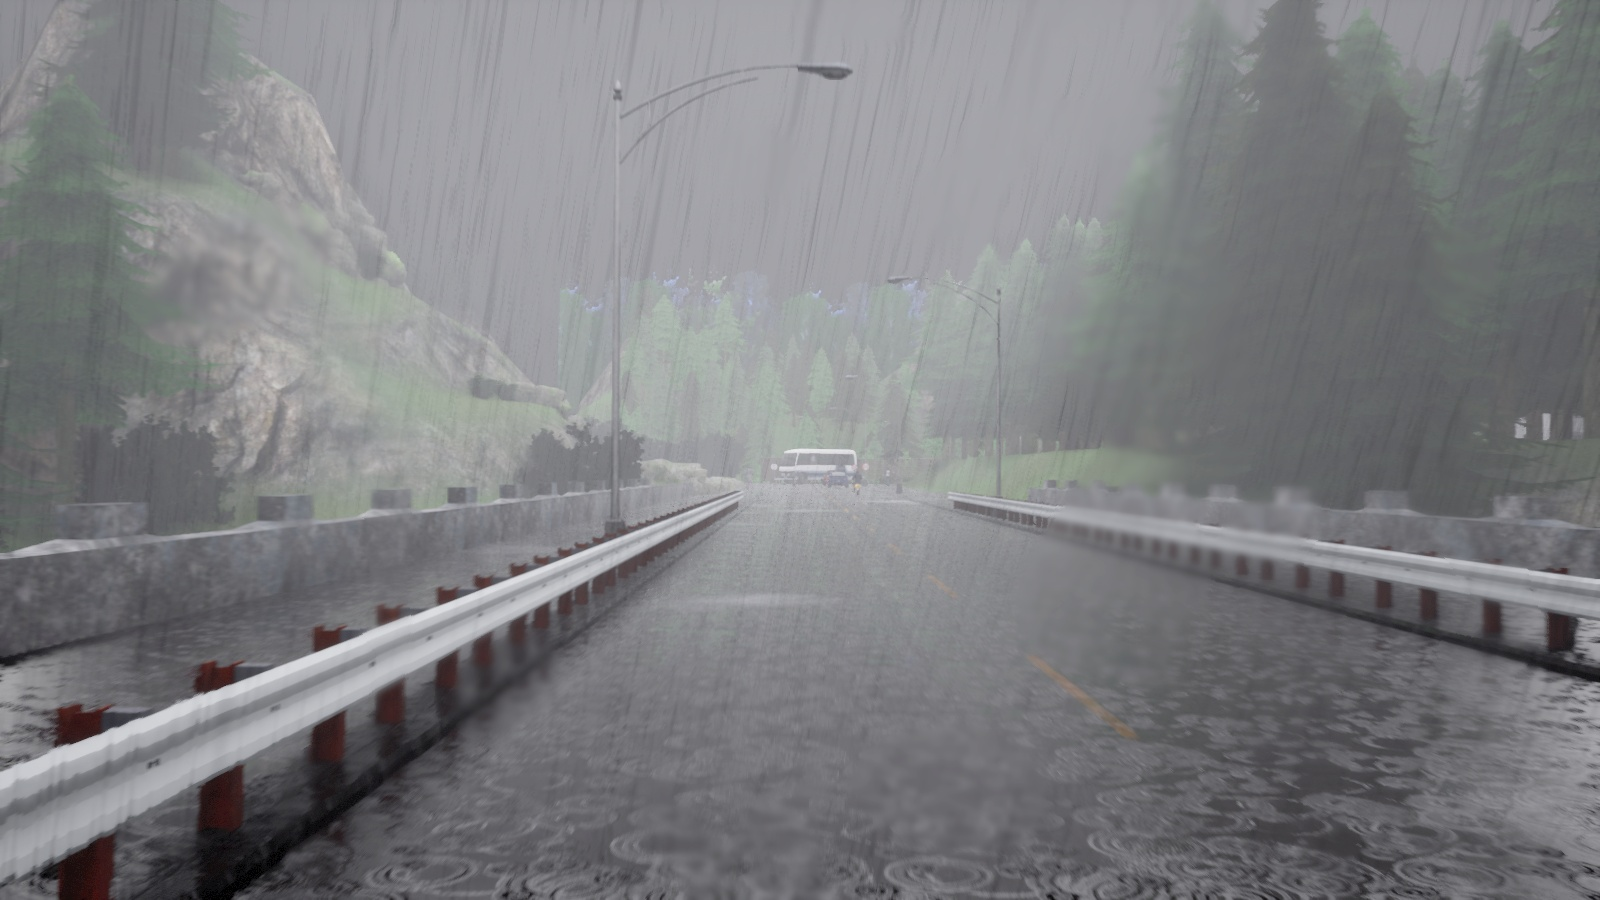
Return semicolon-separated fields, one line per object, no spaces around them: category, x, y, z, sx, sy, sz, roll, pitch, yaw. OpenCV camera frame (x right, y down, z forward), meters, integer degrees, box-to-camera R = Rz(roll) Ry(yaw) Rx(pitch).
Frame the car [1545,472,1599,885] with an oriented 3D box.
car;3.993;0.796;2.462;2.128;1.511;4.902;0;-1;0
